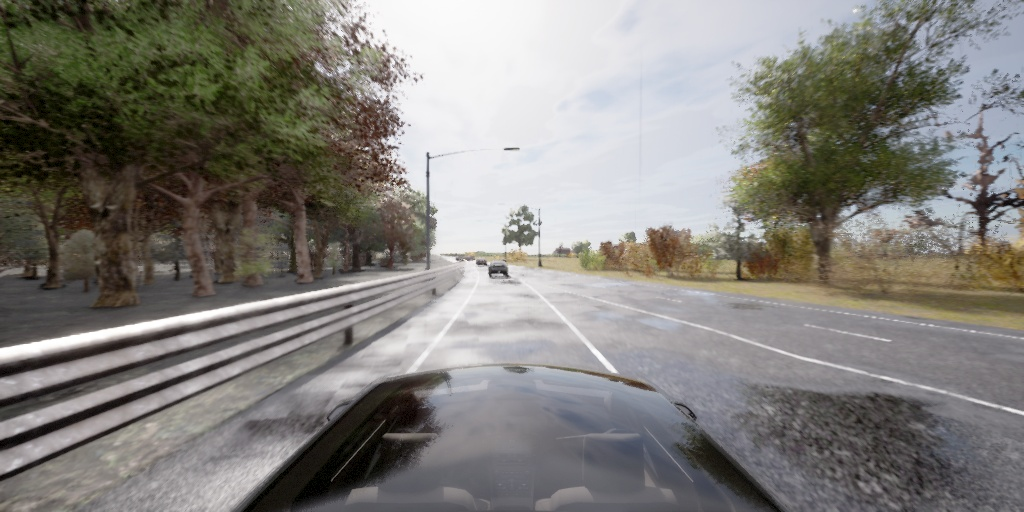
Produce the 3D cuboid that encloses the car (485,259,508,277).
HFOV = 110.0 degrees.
[{"bbox_3d":[-1.441,1.234,35.548,1.837,1.490,4.892,0,0,-6],"label":"car"}]
